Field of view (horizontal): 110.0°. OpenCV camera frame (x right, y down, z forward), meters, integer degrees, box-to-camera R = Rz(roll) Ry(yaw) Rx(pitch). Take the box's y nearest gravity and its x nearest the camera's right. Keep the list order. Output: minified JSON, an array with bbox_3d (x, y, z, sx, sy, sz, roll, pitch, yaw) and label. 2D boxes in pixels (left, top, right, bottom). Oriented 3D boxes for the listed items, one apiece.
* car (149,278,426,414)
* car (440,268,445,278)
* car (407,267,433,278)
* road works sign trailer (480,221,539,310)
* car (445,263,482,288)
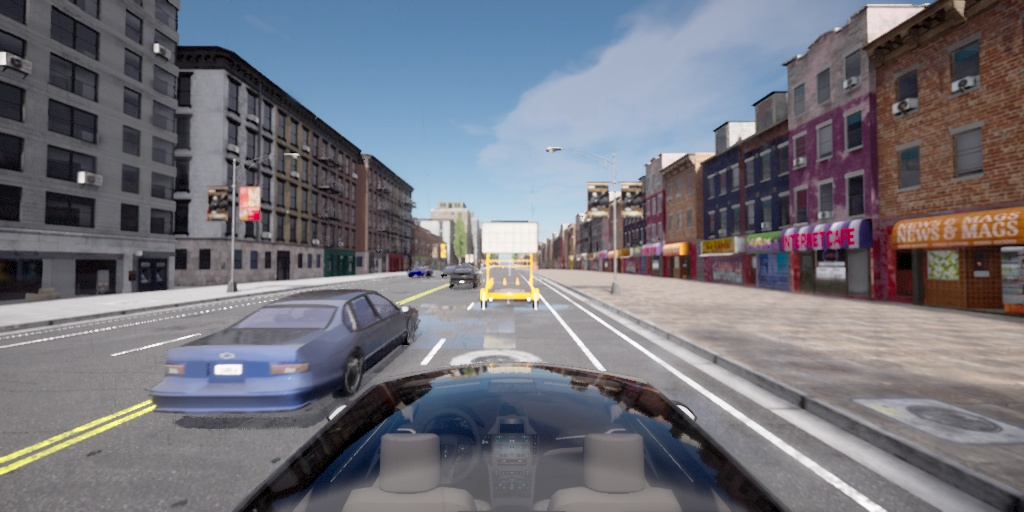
[{"bbox_3d":[-3.178,1.325,6.489,2.033,1.411,5.357,0,0,-1],"label":"car"},{"bbox_3d":[-6.877,1.798,41.144,2.033,1.411,5.357,0,-1,0],"label":"car"},{"bbox_3d":[-10.117,1.825,39.755,1.895,1.301,4.718,0,-1,0],"label":"car"},{"bbox_3d":[-0.092,0.310,15.141,2.380,3.560,2.880,0,0,0],"label":"road works sign trailer"},{"bbox_3d":[-3.322,1.485,26.037,1.837,1.490,4.892,0,-1,0],"label":"car"}]
